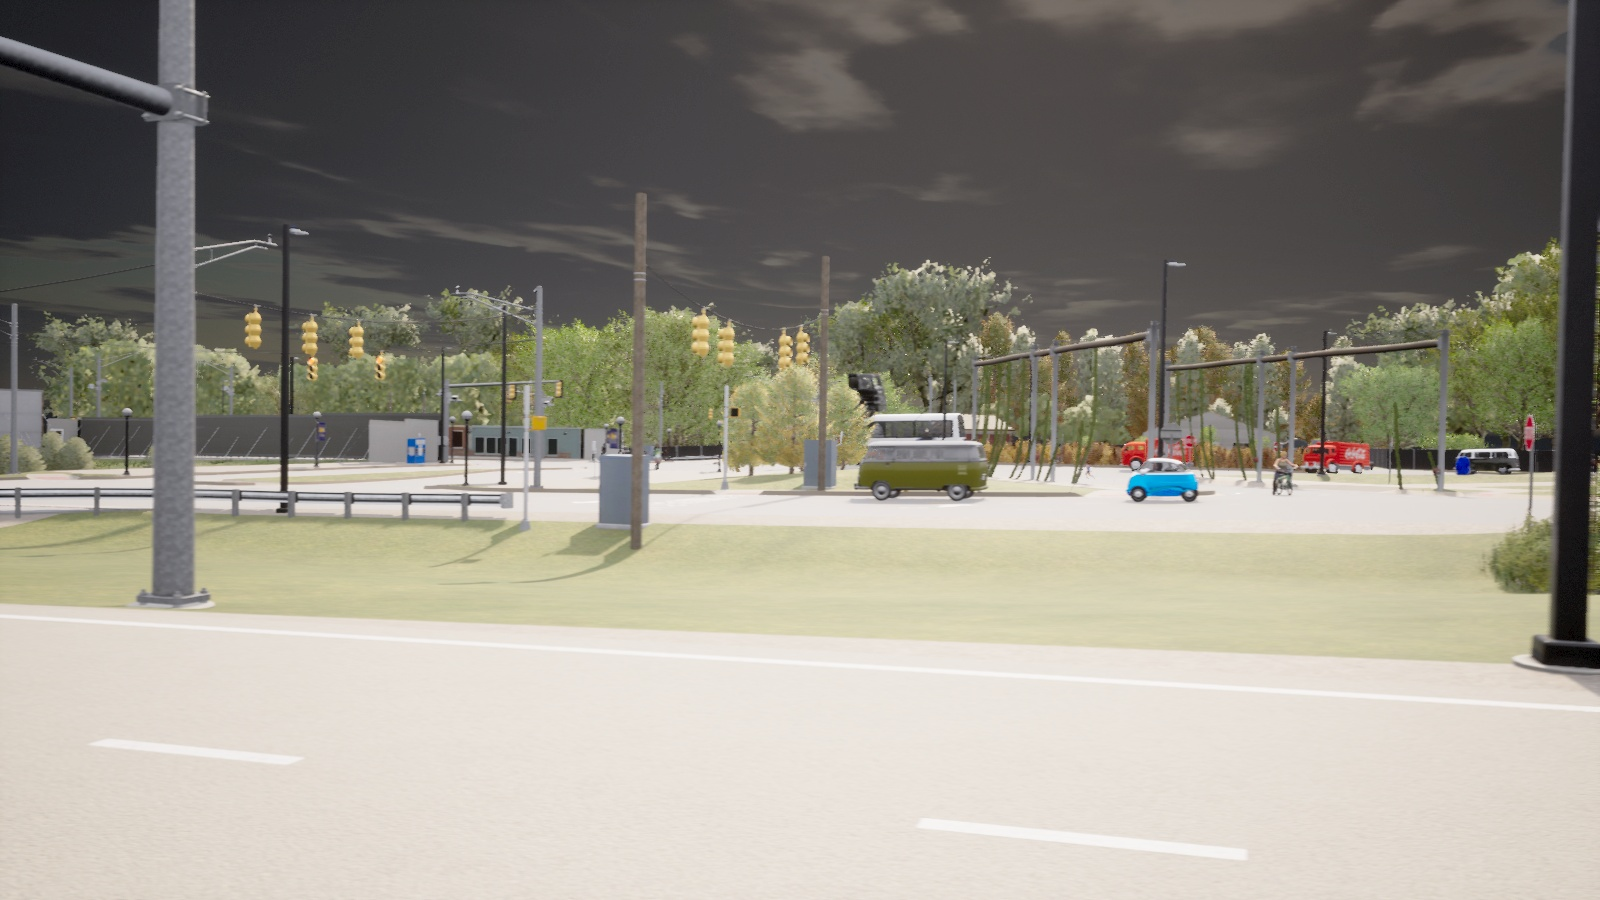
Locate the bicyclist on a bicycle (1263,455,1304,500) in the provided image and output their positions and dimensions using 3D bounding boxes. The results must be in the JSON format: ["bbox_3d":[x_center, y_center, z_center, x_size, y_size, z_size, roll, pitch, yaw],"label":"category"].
[{"bbox_3d":[17.658,0.987,45.866,0.866,1.612,1.509,1,-1,-1],"label":"bicyclist on a bicycle"}]

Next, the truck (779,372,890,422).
[{"bbox_3d":[2.699,-4.127,97.736,7.936,3.462,2.891,-2,3,16],"label":"truck"}]

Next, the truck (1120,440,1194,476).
[{"bbox_3d":[26.766,0.580,94.249,5.204,2.467,2.627,1,2,16],"label":"truck"}]

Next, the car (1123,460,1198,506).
[{"bbox_3d":[11.458,1.020,39.852,2.207,1.376,1.481,0,1,19],"label":"car"}]

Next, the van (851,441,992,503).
[{"bbox_3d":[4.114,0.708,42.273,4.442,1.987,1.775,0,1,18],"label":"van"}]
